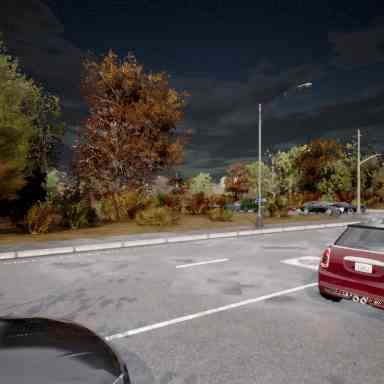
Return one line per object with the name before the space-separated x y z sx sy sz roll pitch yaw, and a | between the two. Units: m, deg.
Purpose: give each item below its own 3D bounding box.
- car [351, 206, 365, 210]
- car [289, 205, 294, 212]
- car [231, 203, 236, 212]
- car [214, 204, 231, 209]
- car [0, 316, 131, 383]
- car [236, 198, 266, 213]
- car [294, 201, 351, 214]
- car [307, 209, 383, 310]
car | 17.093 1.826 37.790 1.895 1.301 4.718 0 -1 -32
car | 12.107 2.009 45.779 1.882 1.535 5.008 0 -3 -32
car | 6.896 2.563 54.135 2.033 1.411 5.357 0 -3 -32
car | 3.626 2.635 52.773 1.895 1.301 4.718 0 -3 -32
car | -2.718 1.492 1.814 4.902 1.511 2.128 0 0 -35
car | 8.823 1.767 44.433 2.150 2.045 5.566 0 -3 -32
car | 14.052 1.708 36.044 2.128 1.511 4.902 0 -1 -32
car | 4.773 1.362 7.098 4.553 1.767 2.097 0 0 -35
